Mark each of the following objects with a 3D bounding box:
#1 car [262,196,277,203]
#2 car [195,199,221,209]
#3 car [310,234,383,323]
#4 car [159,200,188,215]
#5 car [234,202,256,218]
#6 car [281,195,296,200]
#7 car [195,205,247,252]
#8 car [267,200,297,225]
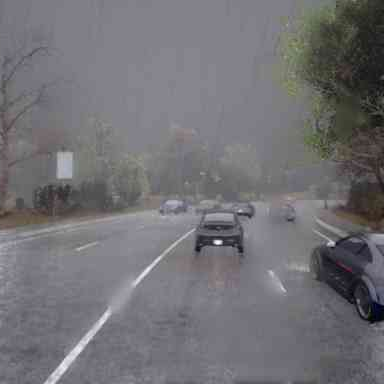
[{"bbox_3d":[16.514,1.568,70.823,1.837,1.490,4.892,0,0,36],"label":"car"},{"bbox_3d":[1.671,1.518,33.314,1.837,1.490,4.892,0,0,17],"label":"car"},{"bbox_3d":[4.019,1.581,7.169,1.994,1.385,4.181,0,0,4],"label":"car"},{"bbox_3d":[-1.814,1.521,33.894,1.812,1.442,4.674,0,0,17],"label":"car"},{"bbox_3d":[4.697,1.592,30.499,1.994,1.385,4.181,0,0,16],"label":"car"},{"bbox_3d":[20.299,1.447,70.015,2.097,1.767,4.553,0,0,36],"label":"car"},{"bbox_3d":[1.232,1.514,14.069,1.837,1.490,4.892,0,0,8],"label":"car"},{"bbox_3d":[6.692,1.584,24.598,2.033,1.411,5.357,0,0,13],"label":"car"}]
